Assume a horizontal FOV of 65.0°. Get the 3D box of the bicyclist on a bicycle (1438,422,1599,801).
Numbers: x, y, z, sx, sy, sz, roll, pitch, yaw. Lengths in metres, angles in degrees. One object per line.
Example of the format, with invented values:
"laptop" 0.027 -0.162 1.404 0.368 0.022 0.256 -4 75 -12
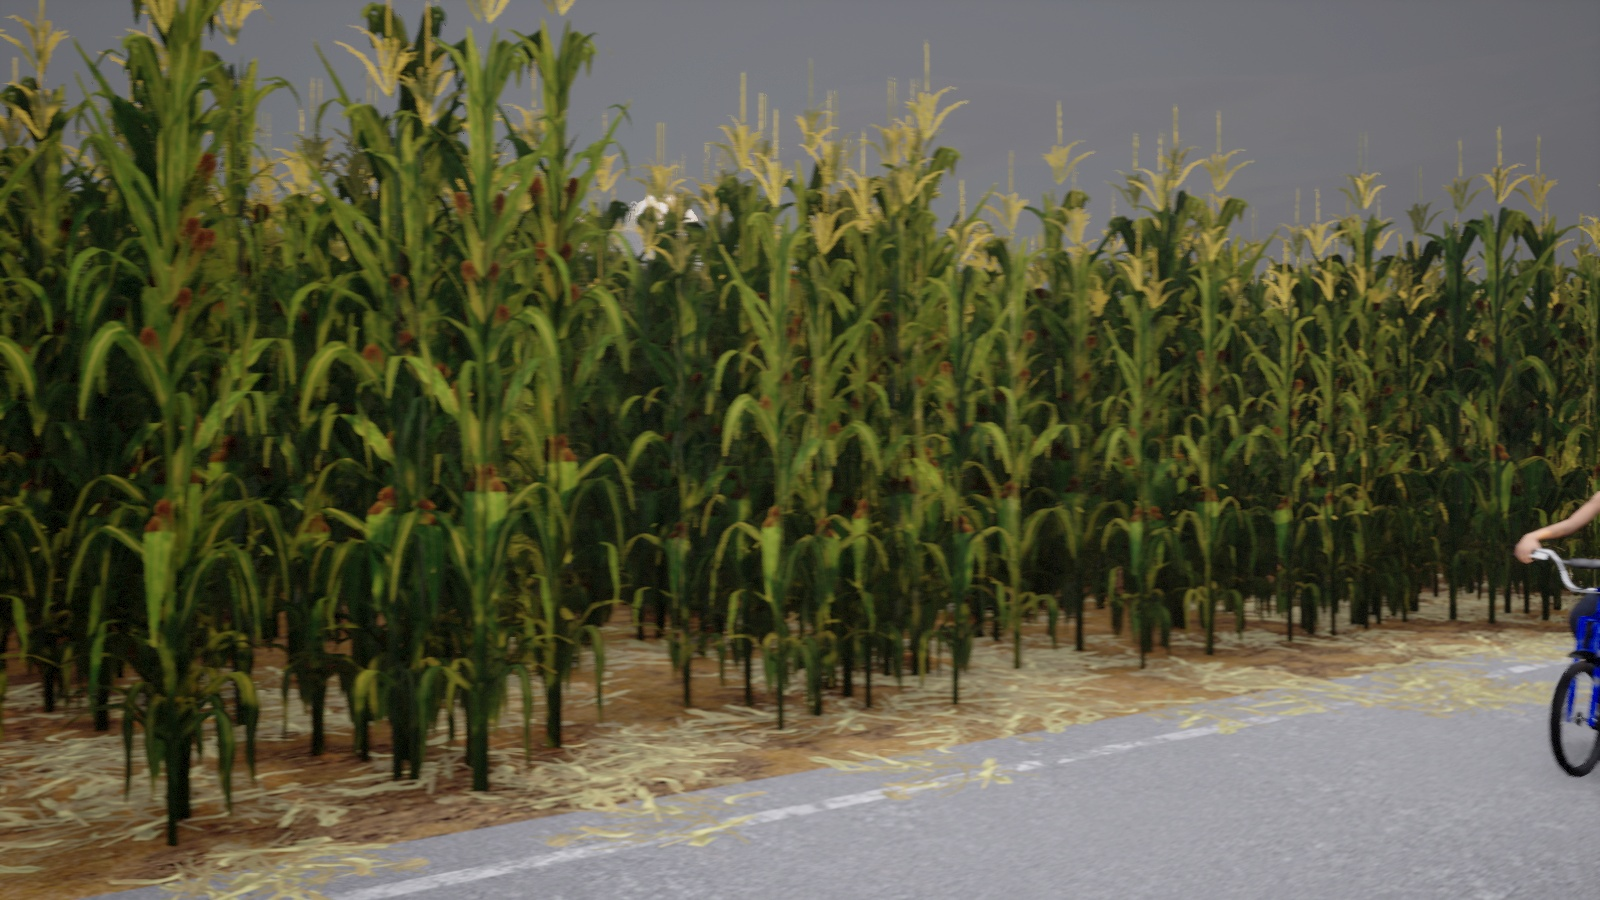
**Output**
"bicyclist on a bicycle" 3.875 0.688 5.984 1.509 1.612 0.866 0 0 -35
